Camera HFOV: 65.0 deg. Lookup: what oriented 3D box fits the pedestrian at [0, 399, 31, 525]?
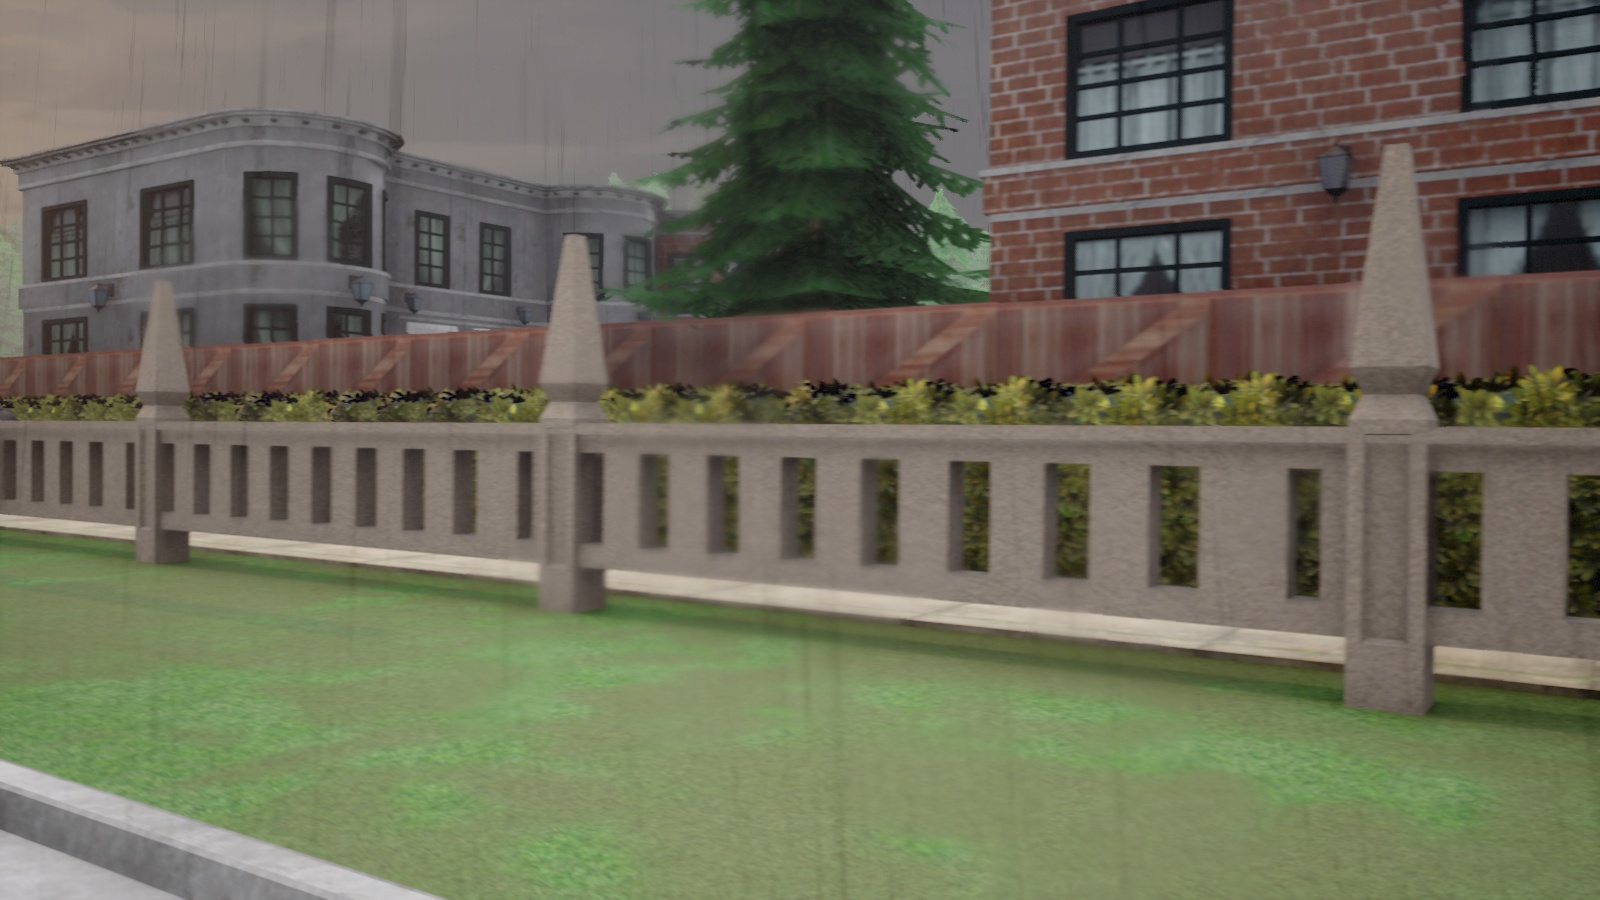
[{"bbox_3d":[-12.637,0.186,19.711,0.873,1.952,0.659,0,1,37],"label":"pedestrian"}]
